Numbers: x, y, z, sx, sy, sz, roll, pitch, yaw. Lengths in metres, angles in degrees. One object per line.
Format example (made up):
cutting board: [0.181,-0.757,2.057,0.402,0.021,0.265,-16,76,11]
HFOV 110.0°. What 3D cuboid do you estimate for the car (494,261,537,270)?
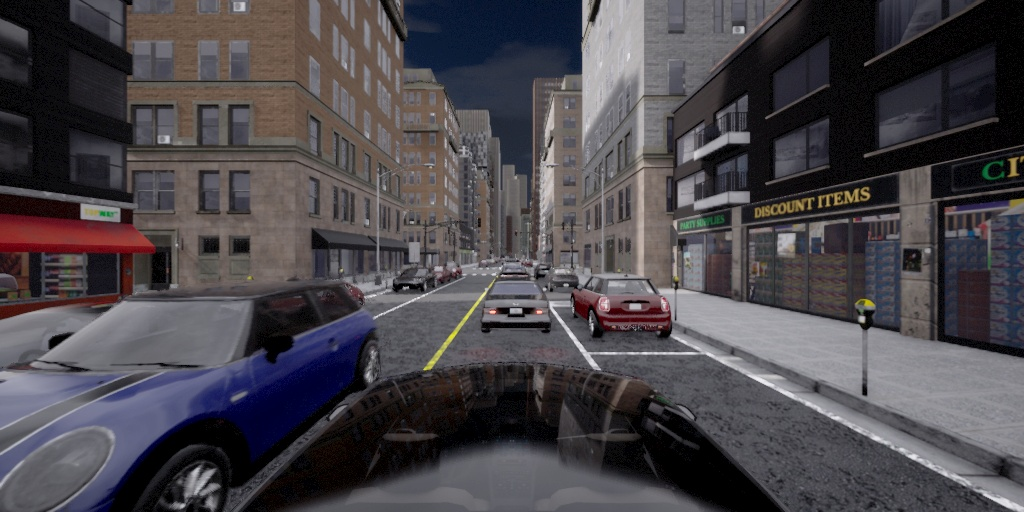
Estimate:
car: [0.124,1.265,21.244,2.128,1.511,4.902,0,0,0]

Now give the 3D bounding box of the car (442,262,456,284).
car: [-5.635,1.362,26.767,1.802,1.307,4.207,0,0,0]

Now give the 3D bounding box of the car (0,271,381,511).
car: [-3.100,1.104,3.702,2.097,1.767,4.553,0,0,0]

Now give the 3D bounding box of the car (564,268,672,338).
car: [2.866,1.199,10.250,1.967,1.591,4.097,0,0,0]

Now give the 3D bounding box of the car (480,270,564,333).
car: [0.108,1.308,10.721,2.033,1.411,5.357,0,0,0]

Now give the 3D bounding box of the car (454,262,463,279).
car: [-5.627,1.228,32.268,1.967,1.591,4.097,0,0,0]

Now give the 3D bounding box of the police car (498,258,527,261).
police car: [0.039,1.212,31.264,1.930,1.638,5.238,0,0,0]

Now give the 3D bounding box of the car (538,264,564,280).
car: [2.882,1.324,21.253,2.007,1.370,4.403,0,0,0]

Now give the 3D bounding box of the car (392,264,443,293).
car: [-5.643,1.339,21.266,1.948,1.339,4.313,0,0,0]

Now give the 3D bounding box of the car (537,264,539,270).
car: [2.898,1.354,32.256,1.948,1.339,4.313,0,0,0]
